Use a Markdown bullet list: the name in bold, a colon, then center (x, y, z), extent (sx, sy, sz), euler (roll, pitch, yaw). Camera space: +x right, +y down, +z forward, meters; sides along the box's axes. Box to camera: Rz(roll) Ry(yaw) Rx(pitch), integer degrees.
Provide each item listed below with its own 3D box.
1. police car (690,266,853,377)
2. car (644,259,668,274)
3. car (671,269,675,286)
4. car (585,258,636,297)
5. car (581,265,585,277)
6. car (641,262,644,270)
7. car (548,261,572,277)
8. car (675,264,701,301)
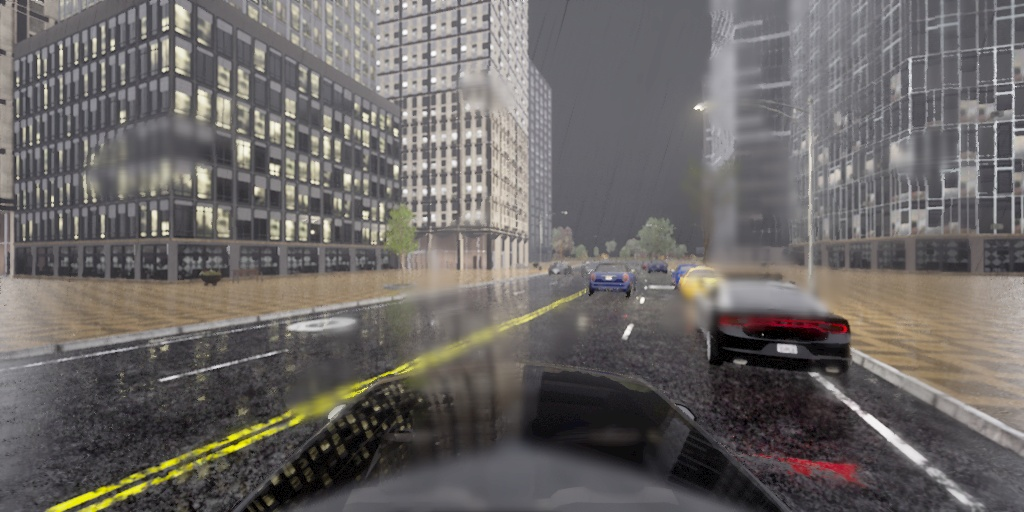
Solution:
- **police car**: center (5.133, 1.184, 7.724), extent (1.930, 1.638, 5.238), euler (0, 0, 23)
- **car**: center (17.601, 1.195, 43.640), extent (2.097, 1.767, 4.553), euler (0, 0, 18)
- **car**: center (11.235, 1.268, 22.669), extent (1.882, 1.535, 5.008), euler (0, 0, 21)
- **car**: center (5.593, 1.140, 19.698), extent (2.097, 1.767, 4.553), euler (0, 0, 22)
- **car**: center (8.245, 1.323, 36.702), extent (2.128, 1.511, 4.902), euler (0, 0, 19)
- **car**: center (21.355, 1.443, 56.155), extent (1.994, 1.385, 4.181), euler (0, 0, 16)
- **car**: center (5.100, 1.328, 37.553), extent (2.128, 1.511, 4.902), euler (0, 0, 19)
- **car**: center (9.078, 1.234, 17.173), extent (1.801, 1.575, 5.366), euler (0, 0, 22)
